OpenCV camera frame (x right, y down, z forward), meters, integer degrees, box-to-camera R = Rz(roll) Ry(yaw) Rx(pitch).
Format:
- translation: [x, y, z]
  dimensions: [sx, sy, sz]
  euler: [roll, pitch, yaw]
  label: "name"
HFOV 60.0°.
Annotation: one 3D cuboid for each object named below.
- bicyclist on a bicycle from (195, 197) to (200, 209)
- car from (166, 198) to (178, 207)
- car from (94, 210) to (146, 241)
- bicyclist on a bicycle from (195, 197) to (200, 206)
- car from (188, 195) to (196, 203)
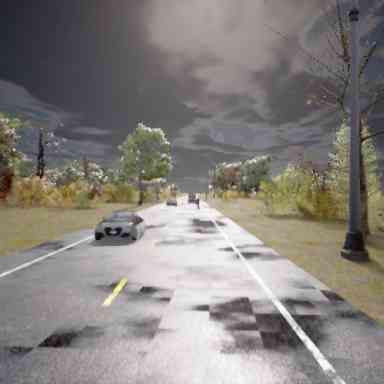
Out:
- translation: [0.974, 1.697, 50.235]
  dimensions: [0.582, 1.620, 1.656]
  euler: [0, -1, 0]
  label: "bicyclist on a bicycle"
- translation: [-3.524, 1.826, 58.540]
  dimensions: [2.033, 1.411, 5.357]
  euler: [0, 0, 1]
  label: "car"
- translation: [-3.594, 1.654, 17.165]
  dimensions: [1.994, 1.385, 4.181]
  euler: [0, 0, 0]
  label: "car"
- translation: [0.980, 1.725, 60.727]
  dimensions: [0.866, 1.612, 1.509]
  euler: [0, 0, 0]
  label: "bicyclist on a bicycle"
- translation: [0.017, 1.889, 76.584]
  dimensions: [1.895, 1.301, 4.718]
  euler: [0, 0, 0]
  label: "car"
